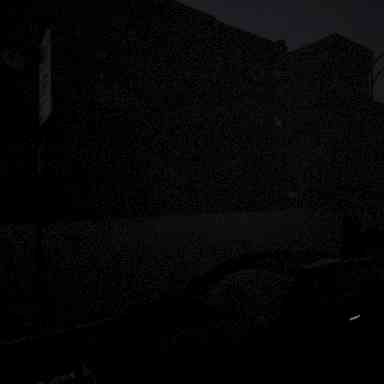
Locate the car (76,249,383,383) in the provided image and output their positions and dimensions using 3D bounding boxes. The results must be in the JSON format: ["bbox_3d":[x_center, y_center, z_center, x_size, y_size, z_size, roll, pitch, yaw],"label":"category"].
[{"bbox_3d":[1.020,1.523,4.115,4.674,1.442,1.812,0,0,-36],"label":"car"}]
